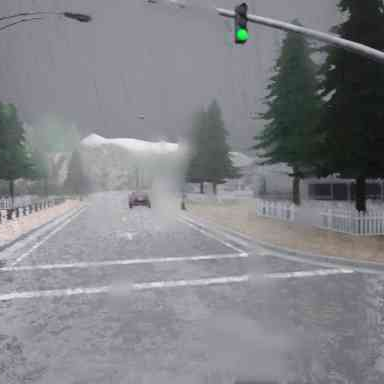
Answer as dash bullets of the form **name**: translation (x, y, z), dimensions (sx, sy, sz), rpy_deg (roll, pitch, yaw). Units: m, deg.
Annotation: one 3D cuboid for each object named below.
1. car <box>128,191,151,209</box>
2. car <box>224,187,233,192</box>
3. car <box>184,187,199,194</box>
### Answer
- **car**: translation (-5.415, 0.677, 33.934), dimensions (2.097, 1.767, 4.553), rpy_deg (-1, 1, -13)
- **car**: translation (10.205, -0.790, 94.204), dimensions (1.845, 1.501, 3.633), rpy_deg (-1, 1, -13)
- **car**: translation (-0.364, -0.187, 72.963), dimensions (1.845, 1.501, 3.633), rpy_deg (-1, 1, -13)
